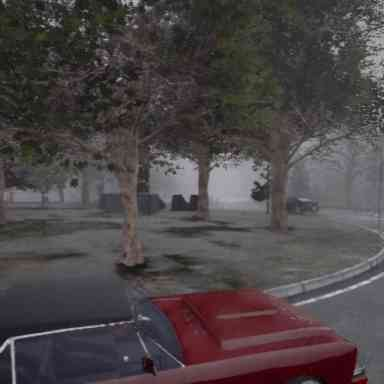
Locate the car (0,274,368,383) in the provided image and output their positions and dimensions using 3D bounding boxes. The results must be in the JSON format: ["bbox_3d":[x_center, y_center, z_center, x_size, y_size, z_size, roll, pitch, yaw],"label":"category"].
[{"bbox_3d":[-0.798,1.556,3.203,4.718,1.301,1.895,0,1,-17],"label":"car"}]

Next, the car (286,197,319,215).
[{"bbox_3d":[9.490,1.221,31.020,1.882,1.535,5.008,1,0,-27],"label":"car"}]
